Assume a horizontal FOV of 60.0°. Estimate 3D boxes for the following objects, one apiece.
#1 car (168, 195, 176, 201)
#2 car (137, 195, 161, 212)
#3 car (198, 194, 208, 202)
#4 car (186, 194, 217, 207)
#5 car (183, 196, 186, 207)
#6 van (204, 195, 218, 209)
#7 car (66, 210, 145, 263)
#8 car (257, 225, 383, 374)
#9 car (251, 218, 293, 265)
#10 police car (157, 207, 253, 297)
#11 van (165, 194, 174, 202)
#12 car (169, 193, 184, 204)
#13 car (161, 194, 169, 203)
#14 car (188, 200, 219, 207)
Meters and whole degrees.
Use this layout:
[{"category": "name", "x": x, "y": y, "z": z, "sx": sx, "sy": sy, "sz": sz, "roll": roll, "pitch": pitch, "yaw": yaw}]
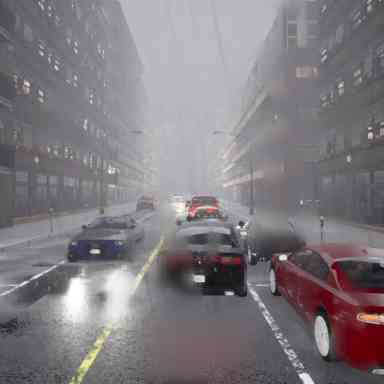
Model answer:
[{"category": "car", "x": -5.329, "y": 1.587, "z": 90.749, "sx": 1.947, "sy": 1.339, "sz": 4.313, "roll": 1, "pitch": 0, "yaw": 0}, {"category": "car", "x": -5.314, "y": 1.324, "z": 39.711, "sx": 2.192, "sy": 1.841, "sz": 5.009, "roll": 1, "pitch": 0, "yaw": 0}, {"category": "car", "x": 2.557, "y": 1.333, "z": 79.439, "sx": 2.192, "sy": 1.841, "sz": 5.009, "roll": 1, "pitch": 0, "yaw": 0}, {"category": "car", "x": 0.817, "y": 1.230, "z": 24.588, "sx": 2.150, "sy": 2.045, "sz": 5.566, "roll": 0, "pitch": 0, "yaw": 0}, {"category": "car", "x": 0.005, "y": 1.536, "z": 46.314, "sx": 1.812, "sy": 1.442, "sz": 4.674, "roll": 0, "pitch": 0, "yaw": 0}, {"category": "van", "x": 2.565, "y": 1.351, "z": 45.414, "sx": 1.690, "sy": 1.788, "sz": 3.998, "roll": 1, "pitch": 0, "yaw": 0}, {"category": "car", "x": -2.854, "y": 1.566, "z": 11.810, "sx": 1.994, "sy": 1.385, "sz": 4.181, "roll": 0, "pitch": 0, "yaw": 0}, {"category": "car", "x": 2.571, "y": 1.546, "z": 5.718, "sx": 1.887, "sy": 1.381, "sz": 4.507, "roll": 1, "pitch": 0, "yaw": 0}, {"category": "car", "x": 2.570, "y": 1.553, "z": 11.388, "sx": 2.008, "sy": 1.369, "sz": 4.403, "roll": 1, "pitch": 0, "yaw": 0}, {"category": "police car", "x": 0.432, "y": 1.427, "z": 8.813, "sx": 1.930, "sy": 1.638, "sz": 5.238, "roll": 0, "pitch": 0, "yaw": 7}, {"category": "van", "x": -5.323, "y": 1.359, "z": 79.408, "sx": 1.690, "sy": 1.788, "sz": 3.998, "roll": 1, "pitch": 0, "yaw": 0}, {"category": "car", "x": -2.767, "y": 1.236, "z": 65.865, "sx": 2.150, "sy": 2.045, "sz": 5.566, "roll": 0, "pitch": 0, "yaw": 0}, {"category": "car", "x": -5.320, "y": 1.330, "z": 68.066, "sx": 2.192, "sy": 1.841, "sz": 5.009, "roll": 1, "pitch": 0, "yaw": 0}, {"category": "car", "x": 0.818, "y": 1.459, "z": 18.747, "sx": 1.801, "sy": 1.575, "sz": 5.366, "roll": 0, "pitch": 0, "yaw": 0}]
